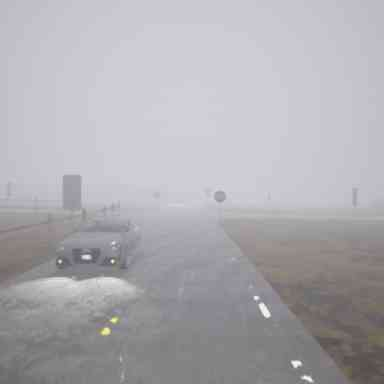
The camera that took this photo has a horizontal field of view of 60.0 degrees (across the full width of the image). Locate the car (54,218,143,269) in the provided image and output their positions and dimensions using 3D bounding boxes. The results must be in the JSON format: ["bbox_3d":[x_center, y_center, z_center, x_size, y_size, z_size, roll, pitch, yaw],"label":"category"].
[{"bbox_3d":[-2.838,1.559,10.930,1.994,1.385,4.181,0,0,0],"label":"car"}]

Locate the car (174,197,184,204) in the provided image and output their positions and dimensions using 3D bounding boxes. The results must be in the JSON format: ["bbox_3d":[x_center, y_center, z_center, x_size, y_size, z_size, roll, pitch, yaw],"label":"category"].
[{"bbox_3d":[-2.765,1.754,70.984,1.994,1.385,4.181,0,0,0],"label":"car"}]
